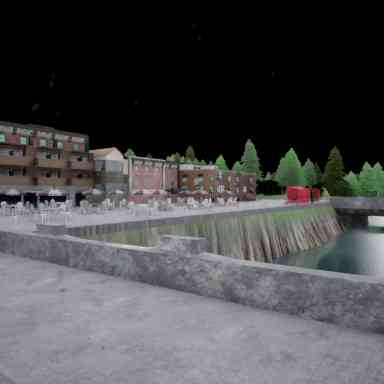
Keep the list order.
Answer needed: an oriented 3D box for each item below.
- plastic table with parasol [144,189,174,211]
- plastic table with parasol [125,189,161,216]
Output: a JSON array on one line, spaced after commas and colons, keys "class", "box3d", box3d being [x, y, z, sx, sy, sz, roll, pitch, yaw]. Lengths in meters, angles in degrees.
[{"class": "plastic table with parasol", "box3d": [-3.931, 0.925, 39.847, 2.482, 2.480, 2.482, 0, 0, 36]}, {"class": "plastic table with parasol", "box3d": [-4.710, 0.925, 32.160, 2.482, 2.480, 2.482, 0, 0, 36]}]
